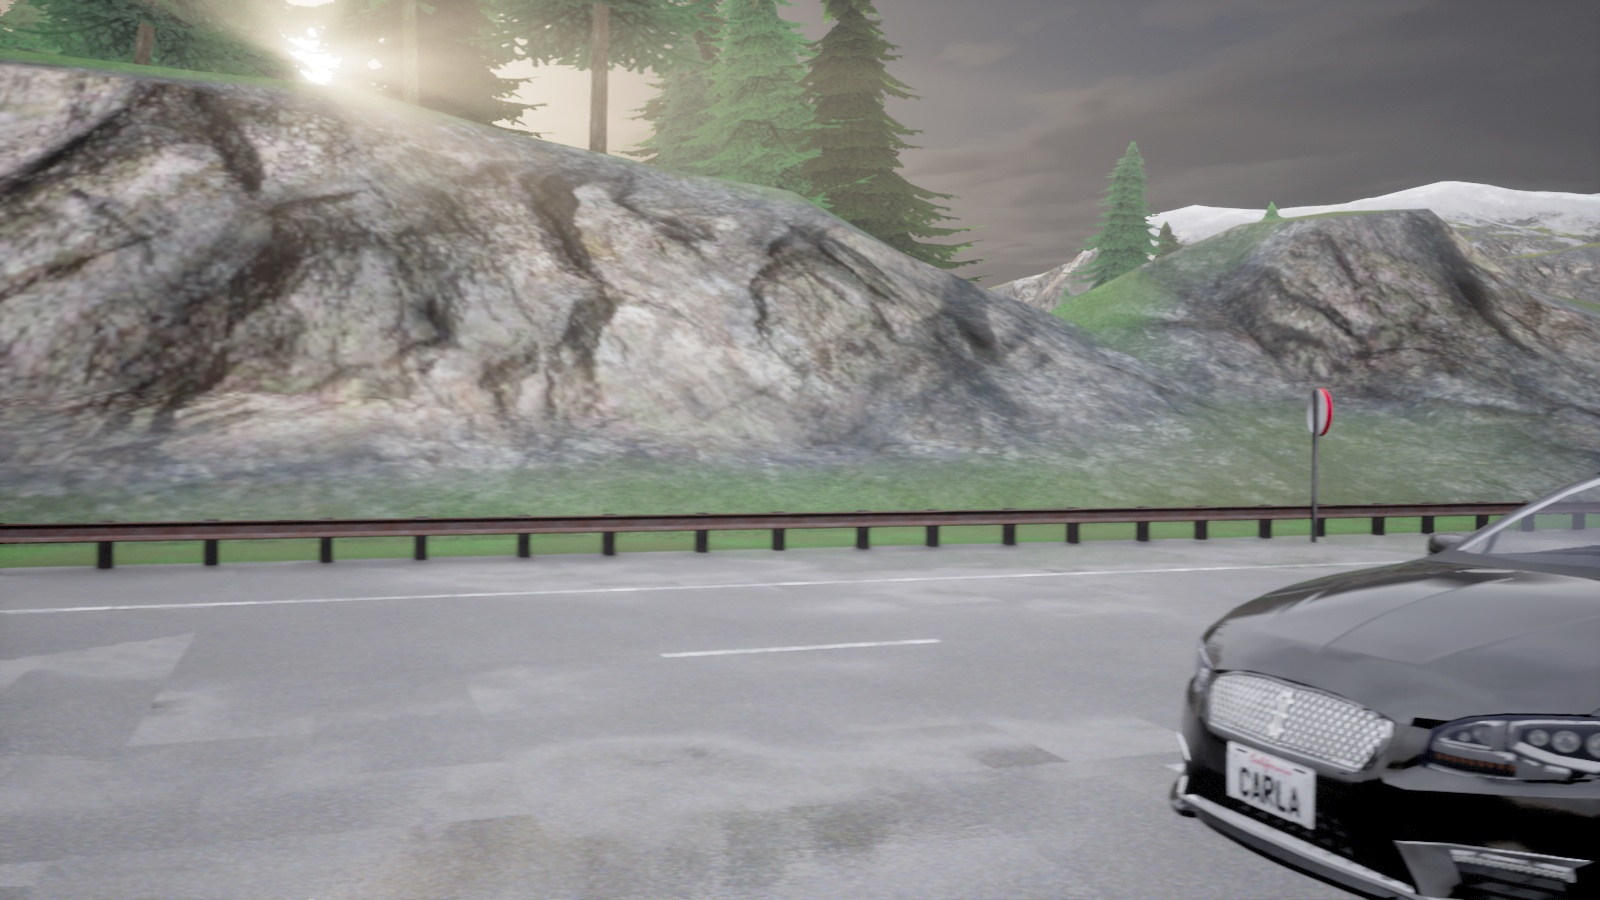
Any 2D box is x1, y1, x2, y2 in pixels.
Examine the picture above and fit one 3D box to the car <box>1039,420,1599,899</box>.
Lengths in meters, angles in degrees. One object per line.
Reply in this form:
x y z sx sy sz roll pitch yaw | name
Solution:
3.573 0.641 4.593 4.902 1.511 2.128 -1 1 -21 | car
